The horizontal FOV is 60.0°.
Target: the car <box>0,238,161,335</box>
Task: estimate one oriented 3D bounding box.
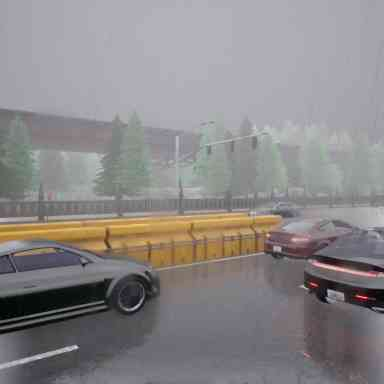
[{"bbox_3d":[-2.683,1.564,6.125,4.181,1.385,1.994,0,0,-36],"label":"car"}]

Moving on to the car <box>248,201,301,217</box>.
[{"bbox_3d":[6.434,1.492,25.798,4.902,1.511,2.128,0,0,-36],"label":"car"}]

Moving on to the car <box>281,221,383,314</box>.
[{"bbox_3d":[4.360,1.492,6.902,4.902,1.511,2.128,0,0,-35],"label":"car"}]

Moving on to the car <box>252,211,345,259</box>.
[{"bbox_3d":[4.422,1.526,11.234,4.674,1.442,1.812,0,0,-35],"label":"car"}]
